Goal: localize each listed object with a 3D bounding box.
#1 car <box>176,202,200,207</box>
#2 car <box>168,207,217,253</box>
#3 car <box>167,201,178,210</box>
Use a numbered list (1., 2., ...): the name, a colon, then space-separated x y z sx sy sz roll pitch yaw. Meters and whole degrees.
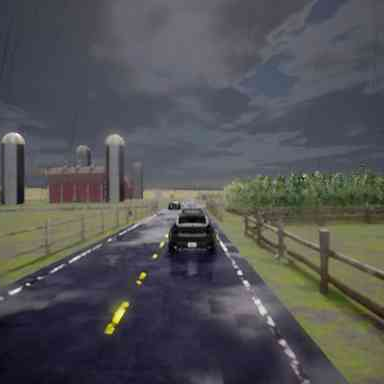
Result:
1. car: 0.019 1.773 29.301 2.128 1.511 4.902 0 0 0
2. car: 0.012 1.643 14.298 1.837 1.490 4.892 0 0 0
3. car: -2.727 2.073 52.482 1.994 1.385 4.181 0 -1 0
